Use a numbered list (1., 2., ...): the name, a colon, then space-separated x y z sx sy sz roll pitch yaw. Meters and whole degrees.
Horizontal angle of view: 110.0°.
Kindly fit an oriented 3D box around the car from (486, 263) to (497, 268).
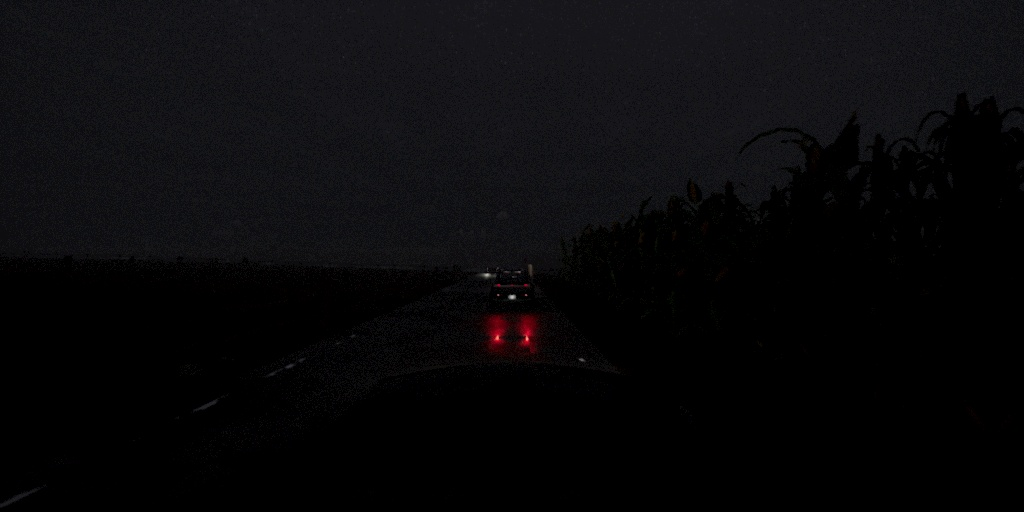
1. car: -2.713 1.747 52.165 1.882 1.535 5.008 0 -1 0

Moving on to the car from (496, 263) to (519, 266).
1. car: 0.028 1.532 31.163 2.128 1.511 4.902 0 0 0

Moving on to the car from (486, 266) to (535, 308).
1. car: 0.016 1.380 16.150 2.128 1.511 4.902 0 0 0
